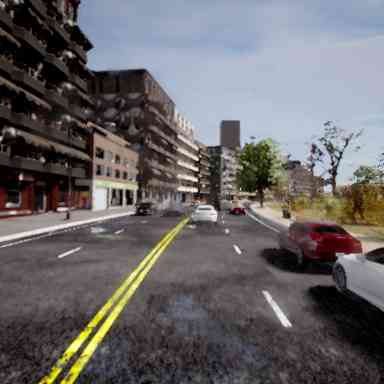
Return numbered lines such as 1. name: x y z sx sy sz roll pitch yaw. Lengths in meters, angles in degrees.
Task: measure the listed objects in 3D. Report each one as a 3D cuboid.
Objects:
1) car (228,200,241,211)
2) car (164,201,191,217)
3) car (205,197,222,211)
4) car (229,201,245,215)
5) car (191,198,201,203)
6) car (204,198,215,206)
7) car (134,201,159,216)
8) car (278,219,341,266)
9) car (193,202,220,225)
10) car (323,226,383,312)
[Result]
1. car: 6.974 2.155 54.244 1.882 1.535 5.008 1 -1 8
2. car: -1.693 1.878 35.449 2.033 1.411 5.357 1 -1 5
3. car: 3.268 1.793 49.872 2.150 2.045 5.566 1 -1 7
4. car: 5.604 2.105 41.630 1.895 1.301 4.718 1 -1 6
5. car: 0.817 2.116 77.201 2.097 1.767 4.553 1 -1 11
6. car: 4.003 2.276 76.568 1.882 1.535 5.008 1 -1 11
7. car: -4.876 1.798 36.183 1.837 1.490 4.892 1 -1 5
8. car: 4.441 1.705 12.079 1.812 1.442 4.674 1 -1 2
9. car: 1.088 1.802 26.839 1.812 1.442 4.674 1 0 4
10. car: 4.286 1.648 6.164 1.812 1.442 4.674 1 -1 1
